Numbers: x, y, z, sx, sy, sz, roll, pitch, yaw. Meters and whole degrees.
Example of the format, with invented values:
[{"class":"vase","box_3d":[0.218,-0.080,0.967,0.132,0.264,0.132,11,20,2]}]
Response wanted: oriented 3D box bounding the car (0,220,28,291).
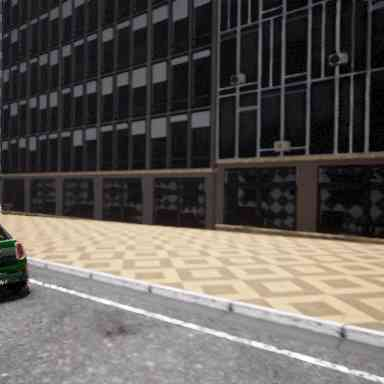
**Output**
[{"class":"car","box_3d":[-5.851,1.327,7.716,4.553,1.767,2.097,0,0,35]}]
